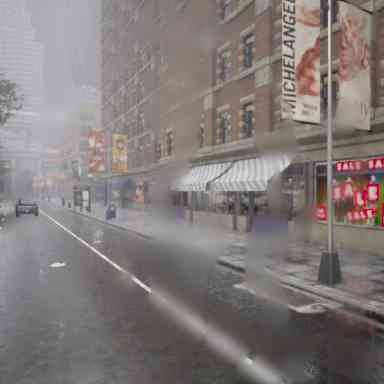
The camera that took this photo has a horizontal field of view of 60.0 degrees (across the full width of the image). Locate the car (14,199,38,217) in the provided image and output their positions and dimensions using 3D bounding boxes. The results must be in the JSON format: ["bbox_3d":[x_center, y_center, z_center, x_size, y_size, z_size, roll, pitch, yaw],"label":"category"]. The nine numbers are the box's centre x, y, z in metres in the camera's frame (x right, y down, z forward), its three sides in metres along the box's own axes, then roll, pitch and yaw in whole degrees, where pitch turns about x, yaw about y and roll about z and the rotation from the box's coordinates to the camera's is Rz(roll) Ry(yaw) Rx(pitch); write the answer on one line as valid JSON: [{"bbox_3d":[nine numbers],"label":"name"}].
[{"bbox_3d":[-15.665,1.491,31.516,2.128,1.511,4.902,0,0,-28],"label":"car"}]

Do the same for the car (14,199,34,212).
[{"bbox_3d":[-20.250,1.547,40.113,2.033,1.411,5.357,0,0,-27],"label":"car"}]
